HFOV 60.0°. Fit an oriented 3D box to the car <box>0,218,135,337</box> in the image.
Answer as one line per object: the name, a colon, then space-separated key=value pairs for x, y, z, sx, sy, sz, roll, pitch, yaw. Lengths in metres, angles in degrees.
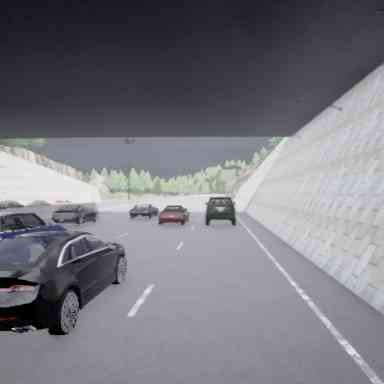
car: x=-2.750 y=1.540 z=6.784 sx=2.128 sy=1.511 sz=4.902 roll=0 pitch=0 yaw=4

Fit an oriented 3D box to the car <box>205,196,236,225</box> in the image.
car: x=2.151 y=1.350 z=25.218 sx=2.150 sy=2.045 sz=5.566 roll=0 pitch=0 yaw=4

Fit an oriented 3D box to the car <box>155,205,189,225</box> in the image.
car: x=-1.327 y=1.708 z=25.614 sx=1.994 sy=1.385 sz=4.181 roll=0 pitch=0 yaw=4

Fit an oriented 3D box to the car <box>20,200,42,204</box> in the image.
car: x=-21.049 y=1.861 z=45.602 sx=1.812 sy=1.442 sz=4.674 roll=0 pitch=-1 yaw=5

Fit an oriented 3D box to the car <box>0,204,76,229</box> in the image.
car: x=-5.933 y=1.436 z=11.088 sx=2.097 sy=1.767 sz=4.553 roll=0 pitch=0 yaw=4

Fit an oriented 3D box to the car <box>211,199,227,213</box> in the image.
car: x=3.351 y=1.687 z=41.251 sx=1.882 sy=1.535 sz=5.008 roll=0 pitch=0 yaw=4

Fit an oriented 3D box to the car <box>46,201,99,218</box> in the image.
car: x=-8.434 y=1.660 z=24.463 sx=2.128 sy=1.511 sz=4.902 roll=0 pitch=0 yaw=4

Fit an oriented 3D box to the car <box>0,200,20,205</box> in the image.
car: x=-24.637 y=1.871 z=44.653 sx=1.812 sy=1.442 sz=4.674 roll=0 pitch=0 yaw=5

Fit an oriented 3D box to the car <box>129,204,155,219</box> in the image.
car: x=-4.408 y=1.789 z=31.337 sx=1.895 sy=1.301 sz=4.718 roll=0 pitch=0 yaw=4

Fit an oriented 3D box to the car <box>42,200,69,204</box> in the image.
car: x=-17.603 y=1.794 z=44.789 sx=1.882 sy=1.535 sz=5.008 roll=0 pitch=-1 yaw=5
